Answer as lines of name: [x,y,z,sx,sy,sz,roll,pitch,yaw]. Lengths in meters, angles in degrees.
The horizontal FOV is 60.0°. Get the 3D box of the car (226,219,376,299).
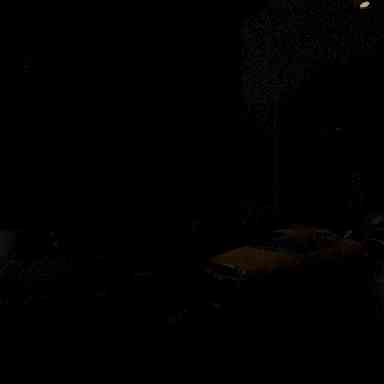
car: [2.514,1.525,8.458,4.829,1.417,1.752,0,0,-36]

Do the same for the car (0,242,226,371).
car: [-1.769,1.566,5.390,4.313,1.339,1.947,0,0,-36]

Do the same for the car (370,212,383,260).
car: [7.072,1.440,11.723,4.097,1.590,1.967,0,0,-36]
